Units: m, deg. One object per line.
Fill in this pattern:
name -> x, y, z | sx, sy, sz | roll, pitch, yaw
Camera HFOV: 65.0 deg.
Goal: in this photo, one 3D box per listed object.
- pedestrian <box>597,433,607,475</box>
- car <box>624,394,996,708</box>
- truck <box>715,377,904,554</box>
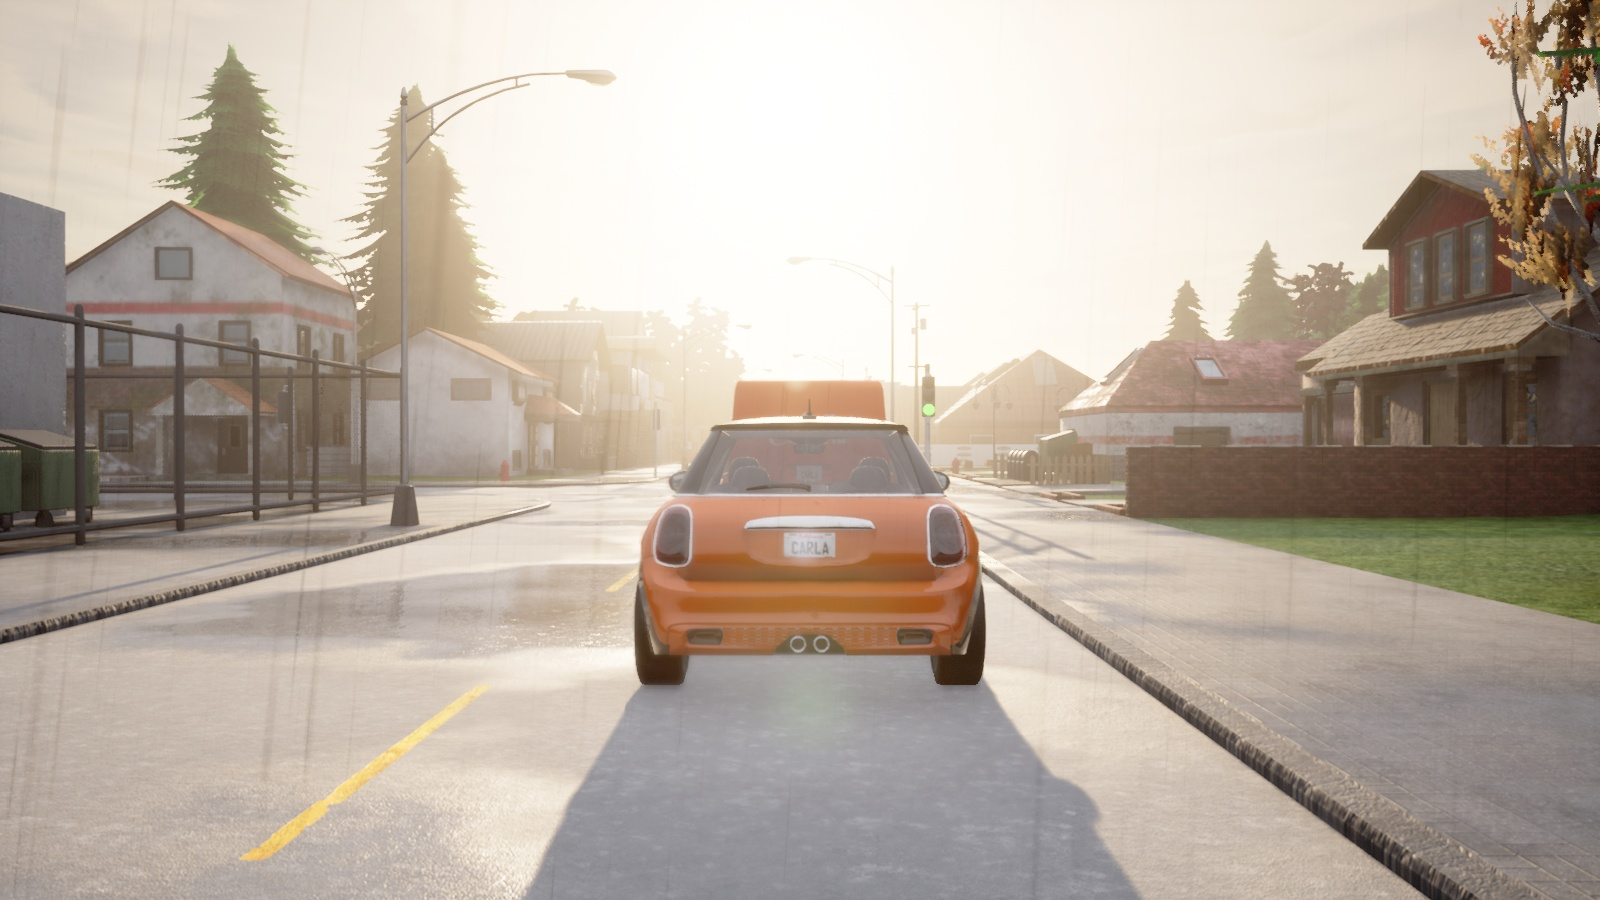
pedestrian -> -8.860, 0.172, 56.122 | 0.331, 1.846, 0.634 | 0, 0, 1
car -> 0.068, 0.559, 9.361 | 2.097, 1.767, 4.553 | 0, 0, 0
truck -> 0.134, 0.171, 20.054 | 2.627, 2.467, 5.204 | 0, 1, 0
